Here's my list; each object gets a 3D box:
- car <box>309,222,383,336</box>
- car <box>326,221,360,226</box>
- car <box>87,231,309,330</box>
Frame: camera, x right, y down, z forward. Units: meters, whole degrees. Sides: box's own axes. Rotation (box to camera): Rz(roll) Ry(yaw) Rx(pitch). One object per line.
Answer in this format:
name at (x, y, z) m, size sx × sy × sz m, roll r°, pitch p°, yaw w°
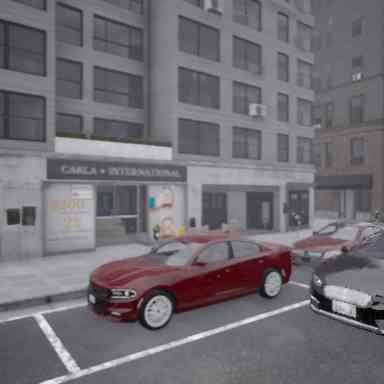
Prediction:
car at (4.276, 1.486, 6.429) m, size 4.902 × 1.511 × 2.128 m, roll 0°, pitch 0°, yaw -35°
car at (4.768, 1.577, 10.163) m, size 4.206 × 1.307 × 1.802 m, roll 0°, pitch 0°, yaw -35°
car at (0.164, 1.541, 6.879) m, size 4.507 × 1.381 × 1.887 m, roll 0°, pitch 0°, yaw -35°
